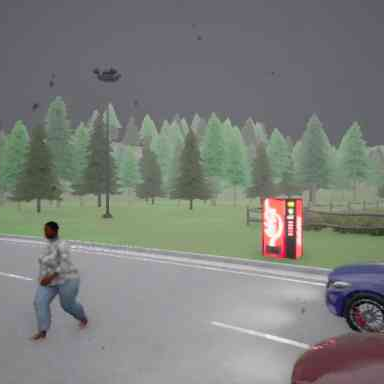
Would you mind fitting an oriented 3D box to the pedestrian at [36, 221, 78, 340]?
[{"bbox_3d":[-2.063,1.294,5.083,0.375,1.860,0.375,0,0,33],"label":"pedestrian"}]

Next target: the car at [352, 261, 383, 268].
[{"bbox_3d":[4.466,1.526,4.889,4.674,1.442,1.812,0,0,35],"label":"car"}]

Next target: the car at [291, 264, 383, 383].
[{"bbox_3d":[2.876,1.527,1.745,4.674,1.442,1.812,-1,-1,36],"label":"car"}]

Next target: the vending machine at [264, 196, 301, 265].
[{"bbox_3d":[2.982,1.195,10.958,0.880,2.100,1.100,0,0,33],"label":"vending machine"}]
